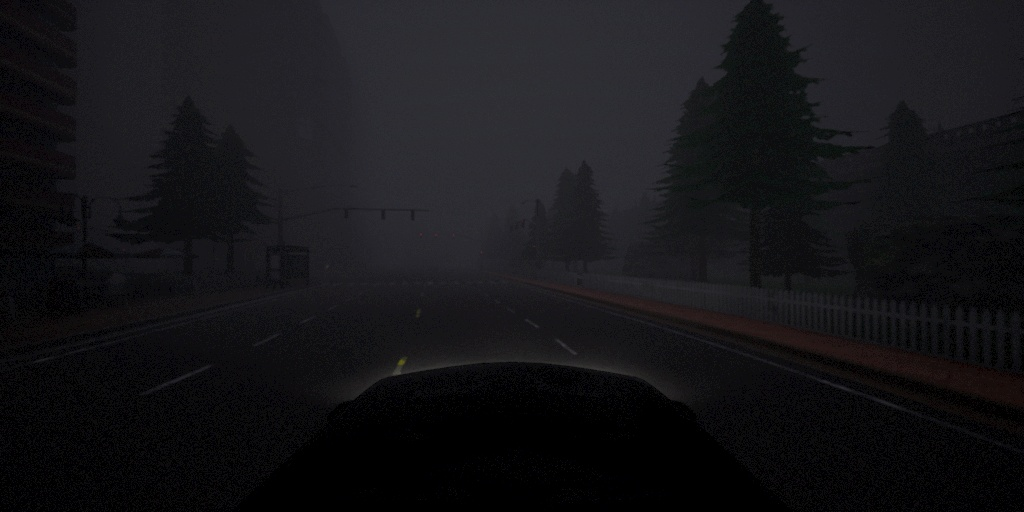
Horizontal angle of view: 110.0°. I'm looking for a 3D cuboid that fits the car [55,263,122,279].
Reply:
[{"bbox_3d":[-42.781,1.693,35.711,4.892,1.490,1.837,0,-1,-13],"label":"car"}]
